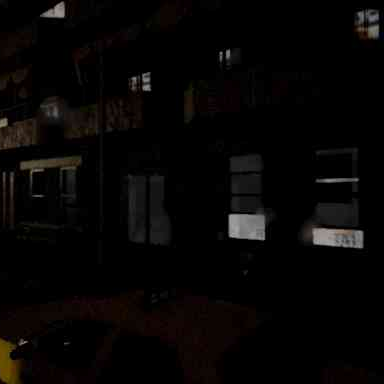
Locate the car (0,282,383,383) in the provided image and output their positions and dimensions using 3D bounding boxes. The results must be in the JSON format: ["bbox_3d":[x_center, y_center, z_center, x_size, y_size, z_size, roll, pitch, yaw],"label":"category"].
[{"bbox_3d":[-0.485,1.524,3.072,4.829,1.417,1.752,0,0,35],"label":"car"}]
